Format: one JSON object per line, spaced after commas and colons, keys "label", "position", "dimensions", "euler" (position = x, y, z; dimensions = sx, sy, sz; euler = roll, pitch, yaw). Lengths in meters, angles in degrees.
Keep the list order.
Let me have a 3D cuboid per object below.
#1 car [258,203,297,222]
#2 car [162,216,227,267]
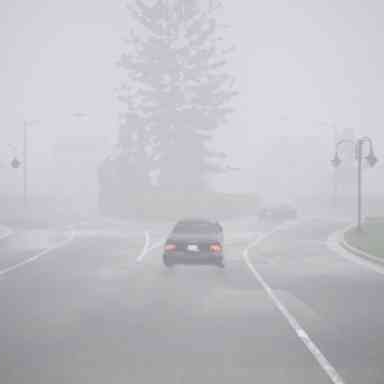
{"label": "car", "position": [6.762, 1.525, 26.001], "dimensions": [1.994, 1.385, 4.181], "euler": [0, 0, 34]}
{"label": "car", "position": [0.211, 1.530, 11.369], "dimensions": [2.033, 1.411, 5.357], "euler": [0, 0, 5]}
